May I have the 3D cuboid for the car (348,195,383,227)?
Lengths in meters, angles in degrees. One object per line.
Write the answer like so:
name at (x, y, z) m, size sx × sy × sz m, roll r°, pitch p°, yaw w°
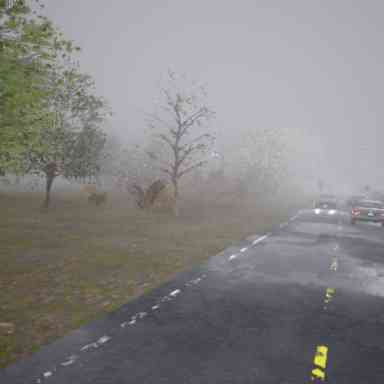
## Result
car at (10.533, 1.183, 19.929) m, size 2.033 × 1.411 × 5.357 m, roll 3°, pitch 2°, yaw 25°

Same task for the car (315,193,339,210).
car at (13.011, 0.839, 31.999) m, size 2.033 × 1.411 × 5.357 m, roll 3°, pitch 2°, yaw 25°
